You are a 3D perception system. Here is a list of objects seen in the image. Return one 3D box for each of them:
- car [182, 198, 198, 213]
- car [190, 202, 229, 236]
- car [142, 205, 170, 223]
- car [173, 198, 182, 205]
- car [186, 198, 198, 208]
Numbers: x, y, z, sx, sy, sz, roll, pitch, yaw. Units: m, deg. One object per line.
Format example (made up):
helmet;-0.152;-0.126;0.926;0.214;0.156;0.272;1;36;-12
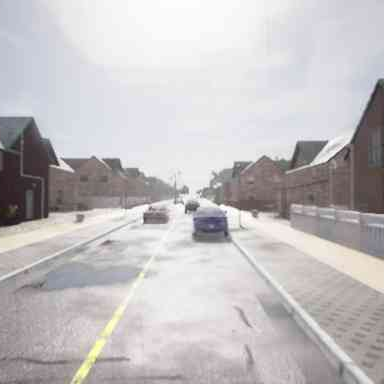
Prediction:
car;0.035;1.700;40.314;1.837;1.490;4.892;0;0;0
car;0.966;1.562;18.910;1.882;1.535;5.008;0;0;0
car;-2.843;1.725;27.087;1.895;1.301;4.718;0;0;0
car;-2.737;1.914;68.796;1.994;1.385;4.181;0;0;0
car;0.009;1.751;53.658;1.882;1.535;5.008;0;0;0
